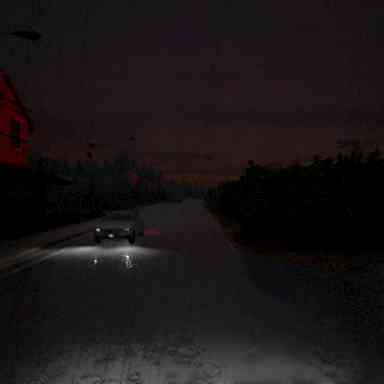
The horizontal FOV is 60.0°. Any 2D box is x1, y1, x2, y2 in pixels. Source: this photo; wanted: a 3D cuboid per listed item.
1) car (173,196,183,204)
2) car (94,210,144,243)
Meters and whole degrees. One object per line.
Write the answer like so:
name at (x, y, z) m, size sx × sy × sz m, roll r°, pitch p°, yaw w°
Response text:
car at (-3.478, 2.013, 82.776) m, size 2.150 × 2.045 × 5.566 m, roll 0°, pitch -1°, yaw 0°
car at (-3.585, 1.691, 17.081) m, size 1.812 × 1.442 × 4.674 m, roll 0°, pitch -1°, yaw 0°
